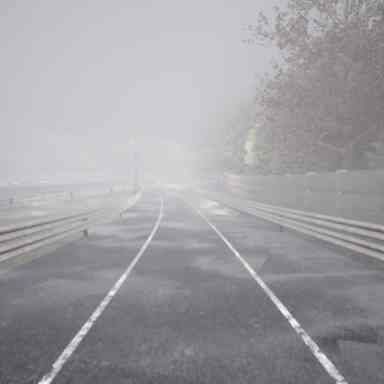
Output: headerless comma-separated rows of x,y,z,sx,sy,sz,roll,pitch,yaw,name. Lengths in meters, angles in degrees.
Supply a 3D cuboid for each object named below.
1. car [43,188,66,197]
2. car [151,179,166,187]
-22.537,0.081,54.786,1.994,1.385,4.181,1,4,19,car
-8.194,-2.143,85.746,1.812,1.442,4.674,1,4,19,car
